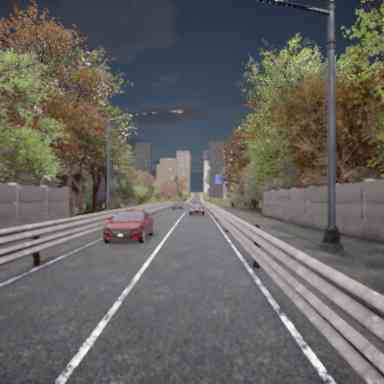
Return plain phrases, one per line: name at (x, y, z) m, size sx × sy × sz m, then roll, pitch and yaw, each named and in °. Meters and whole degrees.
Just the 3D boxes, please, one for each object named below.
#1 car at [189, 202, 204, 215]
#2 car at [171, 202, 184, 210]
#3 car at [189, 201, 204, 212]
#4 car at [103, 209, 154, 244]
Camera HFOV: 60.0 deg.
car at (0.567, 2.033, 39.892) m, size 2.033 × 1.411 × 5.357 m, roll 0°, pitch -1°, yaw 1°
car at (-2.478, 2.416, 57.761) m, size 1.994 × 1.385 × 4.181 m, roll 0°, pitch -1°, yaw 1°
car at (0.723, 2.184, 50.370) m, size 2.128 × 1.511 × 4.902 m, roll 0°, pitch -1°, yaw 1°
car at (-3.115, 1.651, 17.136) m, size 1.882 × 1.535 × 5.008 m, roll 0°, pitch -1°, yaw 1°
